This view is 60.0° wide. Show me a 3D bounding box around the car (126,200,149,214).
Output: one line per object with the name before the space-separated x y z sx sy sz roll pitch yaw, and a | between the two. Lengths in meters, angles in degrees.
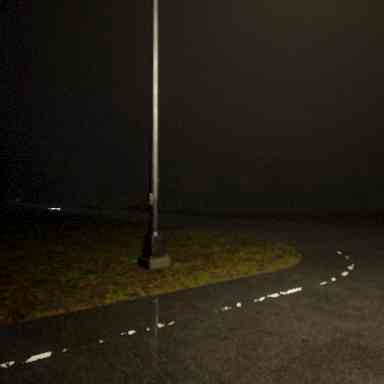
car | -7.794 2.181 49.644 2.150 2.045 5.566 3 -3 -35

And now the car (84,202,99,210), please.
car | -20.427 2.847 67.630 1.882 1.535 5.008 3 -3 -35

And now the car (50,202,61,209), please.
car | -29.629 2.879 72.135 1.994 1.385 4.181 2 -2 -27
